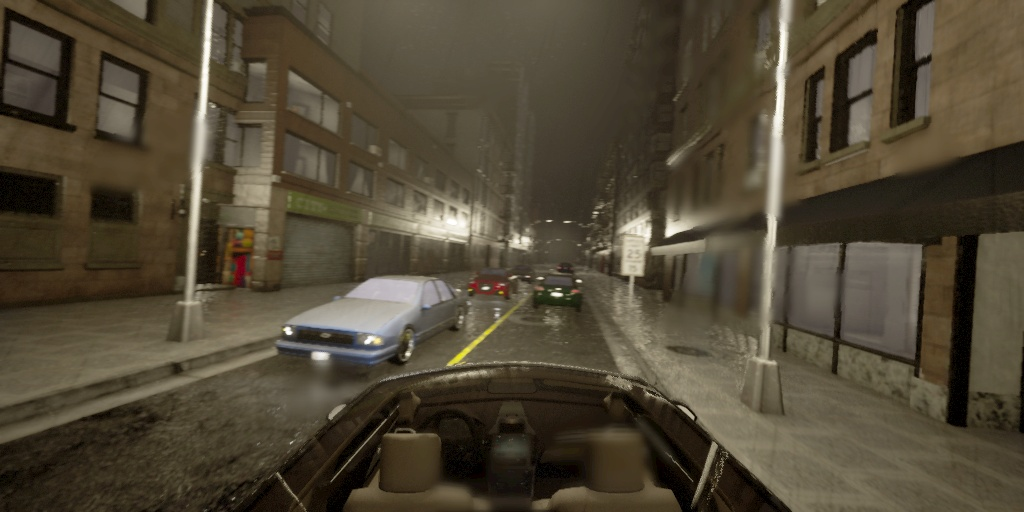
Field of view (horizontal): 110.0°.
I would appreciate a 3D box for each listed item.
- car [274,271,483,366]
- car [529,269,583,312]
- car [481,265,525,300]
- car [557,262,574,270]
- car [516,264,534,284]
[{"bbox_3d":[-2.402,1.142,7.979,2.033,1.411,5.357,4,0,9],"label":"car"},{"bbox_3d":[2.028,1.452,15.562,1.994,1.385,4.181,4,0,9],"label":"car"},{"bbox_3d":[-0.822,1.269,17.864,1.994,1.385,4.181,4,0,10],"label":"car"},{"bbox_3d":[6.976,1.591,46.574,2.097,1.767,4.553,4,0,9],"label":"car"},{"bbox_3d":[0.820,1.367,28.226,2.033,1.411,5.357,4,0,9],"label":"car"}]
